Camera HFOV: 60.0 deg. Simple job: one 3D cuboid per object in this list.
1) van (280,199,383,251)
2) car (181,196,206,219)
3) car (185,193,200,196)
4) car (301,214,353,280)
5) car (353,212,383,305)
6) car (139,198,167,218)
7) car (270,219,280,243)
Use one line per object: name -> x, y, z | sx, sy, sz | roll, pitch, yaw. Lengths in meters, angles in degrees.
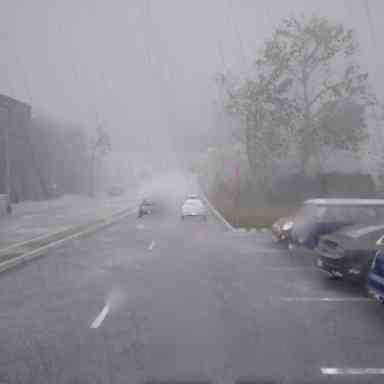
van -> 5.427, 1.212, 10.873 | 4.442, 1.987, 1.878 | 0, 0, 0
car -> 0.111, 1.278, 26.045 | 1.812, 1.442, 4.674 | 0, 1, 0
car -> 0.118, 0.843, 42.837 | 1.812, 1.442, 4.674 | 0, 2, 0
car -> 5.536, 1.456, 8.116 | 4.892, 1.521, 2.231 | 0, 0, 0
car -> 5.510, 1.343, 5.488 | 4.553, 1.767, 2.185 | 0, 0, 0
car -> -3.139, 1.223, 27.094 | 2.128, 1.511, 4.902 | 0, 1, 0
car -> 5.574, 1.288, 13.626 | 4.553, 1.767, 2.185 | 0, 1, 0
